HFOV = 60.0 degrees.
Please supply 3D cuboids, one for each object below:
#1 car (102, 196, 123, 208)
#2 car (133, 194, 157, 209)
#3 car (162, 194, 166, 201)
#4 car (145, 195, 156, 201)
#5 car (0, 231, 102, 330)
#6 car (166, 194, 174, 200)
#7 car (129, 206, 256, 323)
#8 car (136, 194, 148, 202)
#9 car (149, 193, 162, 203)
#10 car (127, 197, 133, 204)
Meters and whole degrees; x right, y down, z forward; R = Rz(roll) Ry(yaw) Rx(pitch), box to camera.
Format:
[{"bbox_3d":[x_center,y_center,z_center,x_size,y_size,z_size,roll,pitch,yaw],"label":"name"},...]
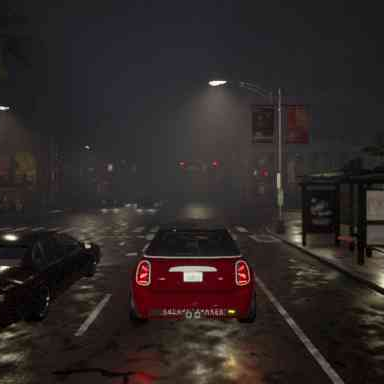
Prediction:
[{"bbox_3d":[-11.097,1.351,46.637,2.097,1.767,4.553,0,0,-1],"label":"car"},{"bbox_3d":[-6.528,1.477,45.920,1.882,1.535,5.008,-1,0,-17],"label":"car"},{"bbox_3d":[-7.844,1.225,77.334,2.150,2.045,5.566,0,0,-1],"label":"car"},{"bbox_3d":[-10.995,1.552,87.638,1.994,1.385,4.181,0,0,6],"label":"car"},{"bbox_3d":[-3.494,1.547,7.141,2.033,1.411,5.357,0,0,0],"label":"car"},{"bbox_3d":[-7.127,1.355,89.836,2.097,1.767,4.553,0,0,9],"label":"car"},{"bbox_3d":[0.006,1.352,7.348,2.097,1.767,4.553,0,0,0],"label":"car"},{"bbox_3d":[-11.331,1.355,76.149,2.097,1.767,4.553,0,0,-1],"label":"car"},{"bbox_3d":[-7.744,1.220,65.342,2.150,2.045,5.566,0,0,0],"label":"car"},{"bbox_3d":[-11.235,1.600,64.151,1.895,1.301,4.718,0,0,0],"label":"car"}]
